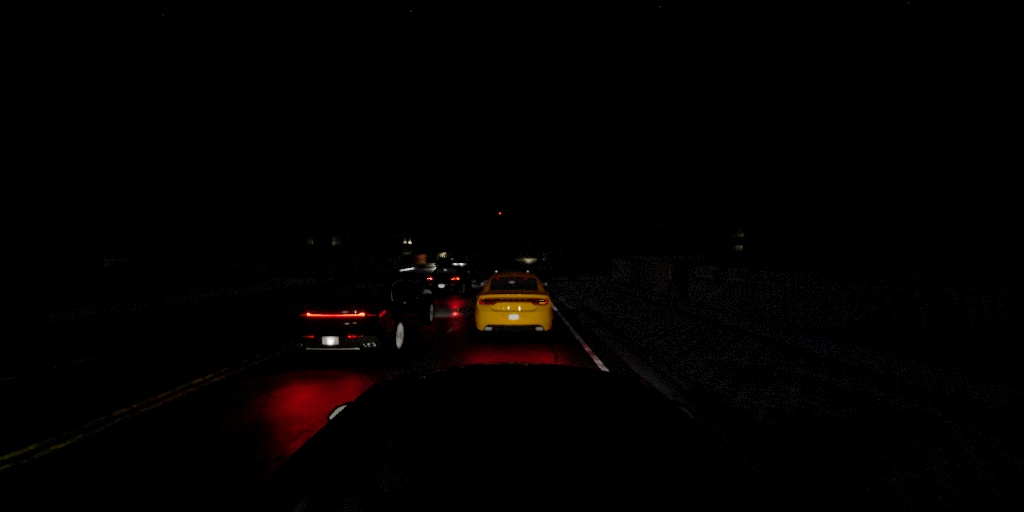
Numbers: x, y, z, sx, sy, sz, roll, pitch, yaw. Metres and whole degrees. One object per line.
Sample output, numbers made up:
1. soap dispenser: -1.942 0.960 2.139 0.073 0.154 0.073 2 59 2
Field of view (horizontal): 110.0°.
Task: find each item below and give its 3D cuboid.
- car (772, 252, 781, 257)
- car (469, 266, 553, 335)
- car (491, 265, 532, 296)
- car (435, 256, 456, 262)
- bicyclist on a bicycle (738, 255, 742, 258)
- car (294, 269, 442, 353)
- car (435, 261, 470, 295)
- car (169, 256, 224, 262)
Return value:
1. car: 27.064 0.546 34.929 5.566 2.045 2.150 -1 1 -2
2. car: 0.062 1.203 10.499 1.882 1.535 5.008 0 0 0
3. car: 0.008 1.235 19.388 1.994 1.385 4.181 0 0 1
4. car: -9.925 0.827 52.077 2.128 1.511 4.902 0 1 0
5. bicyclist on a bicycle: 18.405 0.764 28.816 0.582 1.620 1.656 0 0 -2
6. car: -3.193 1.237 8.739 1.837 1.490 4.892 0 0 0
7. car: -3.248 1.200 18.924 1.812 1.442 4.674 0 0 1
8. car: -26.987 0.993 31.327 5.566 2.045 2.150 0 1 3
